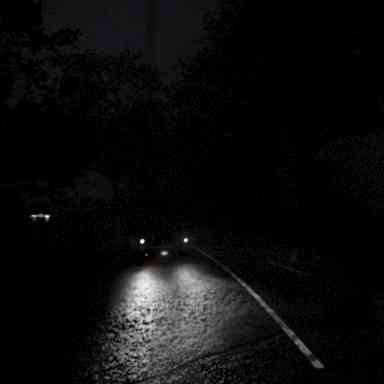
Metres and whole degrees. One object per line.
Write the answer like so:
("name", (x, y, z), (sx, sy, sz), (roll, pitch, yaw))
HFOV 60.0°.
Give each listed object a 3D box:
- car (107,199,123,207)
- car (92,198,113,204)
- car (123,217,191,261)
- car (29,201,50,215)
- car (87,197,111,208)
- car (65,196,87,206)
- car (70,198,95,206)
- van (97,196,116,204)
("car", (-15.470, 2.225, 67.211), (1.994, 1.385, 4.181), (1, -1, 3))
("car", (-22.620, 2.275, 84.297), (4.792, 1.488, 2.163), (1, -1, 2))
("car", (-1.514, 1.669, 12.814), (1.895, 1.301, 4.718), (1, 0, -17))
("car", (-17.269, 1.766, 37.561), (2.033, 1.411, 5.357), (1, -1, -30))
("car", (-15.825, 2.048, 56.830), (1.812, 1.442, 4.674), (1, -1, 3))
("car", (-23.209, 1.797, 67.357), (5.566, 2.045, 2.435), (1, -1, 2))
("car", (-23.088, 2.124, 70.175), (4.674, 1.452, 2.002), (1, -1, 2))
("van", (-22.372, 2.053, 87.118), (4.442, 1.987, 1.878), (1, -1, 2))
